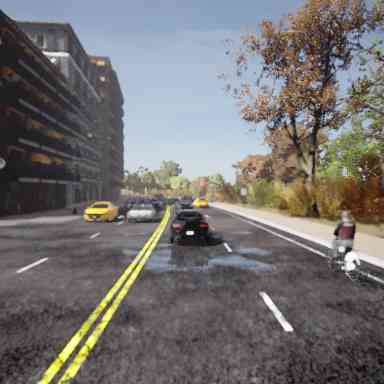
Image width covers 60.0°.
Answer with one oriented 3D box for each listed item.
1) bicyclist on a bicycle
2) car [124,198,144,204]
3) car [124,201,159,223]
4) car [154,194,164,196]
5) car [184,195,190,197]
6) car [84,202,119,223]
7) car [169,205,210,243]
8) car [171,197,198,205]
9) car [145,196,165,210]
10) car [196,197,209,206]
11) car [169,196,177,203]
[{"bbox_3d":[4.054,1.393,9.017,0.659,1.776,1.843,0,0,-1],"label":"bicyclist on a bicycle"},{"bbox_3d":[-8.193,1.616,45.706,2.128,1.511,4.902,0,0,-4],"label":"car"},{"bbox_3d":[-3.908,1.675,26.291,1.895,1.301,4.718,0,0,-2],"label":"car"},{"bbox_3d":[-6.122,1.390,61.485,2.150,2.045,5.566,0,0,-5],"label":"car"},{"bbox_3d":[0.151,1.645,64.611,2.128,1.511,4.902,0,0,-6],"label":"car"},{"bbox_3d":[-7.218,1.556,26.900,1.882,1.535,5.008,0,0,-2],"label":"car"},{"bbox_3d":[-0.136,1.571,16.363,1.812,1.442,4.674,0,0,-1],"label":"car"},{"bbox_3d":[-0.826,1.582,34.368,2.128,1.511,4.902,0,0,-3],"label":"car"},{"bbox_3d":[-4.842,1.622,44.249,1.837,1.490,4.892,0,0,-4],"label":"car"},{"bbox_3d":[1.421,1.601,50.466,1.882,1.535,5.008,0,-1,-4],"label":"car"},{"bbox_3d":[-3.801,1.696,71.464,2.128,1.511,4.902,0,0,-6],"label":"car"}]
